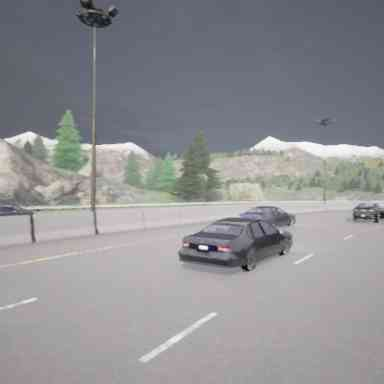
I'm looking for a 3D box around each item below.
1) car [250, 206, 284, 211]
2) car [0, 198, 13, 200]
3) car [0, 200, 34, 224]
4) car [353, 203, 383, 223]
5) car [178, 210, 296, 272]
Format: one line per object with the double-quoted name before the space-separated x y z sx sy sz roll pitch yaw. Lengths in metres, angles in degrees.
"car" 4.895 1.609 21.384 2.033 1.411 5.357 1 0 38
"car" -14.964 1.208 24.100 2.097 1.767 4.553 1 0 35
"car" -10.895 1.386 17.649 2.128 1.511 4.902 1 0 34
"car" 14.977 1.664 27.741 2.128 1.511 4.902 1 0 42
"car" 1.716 1.569 11.082 2.033 1.411 5.357 1 0 34
